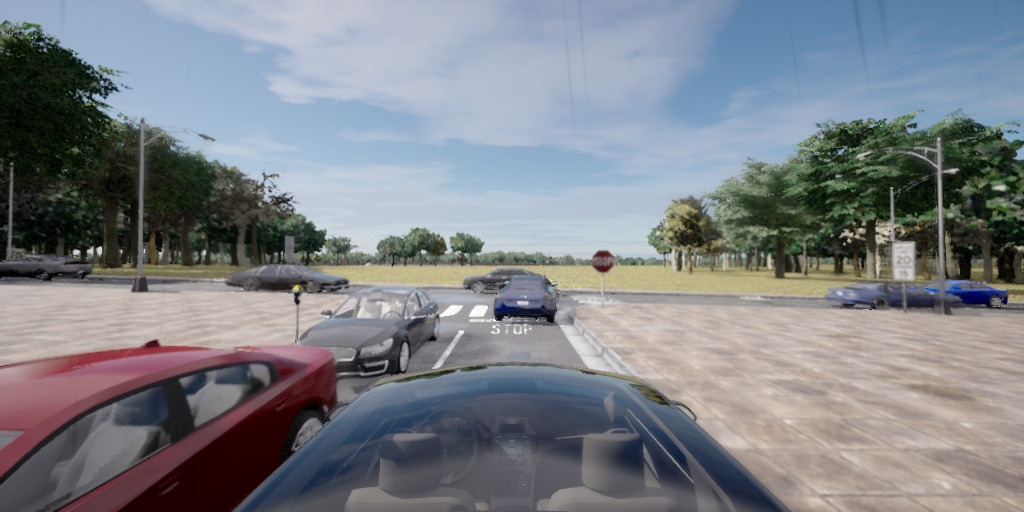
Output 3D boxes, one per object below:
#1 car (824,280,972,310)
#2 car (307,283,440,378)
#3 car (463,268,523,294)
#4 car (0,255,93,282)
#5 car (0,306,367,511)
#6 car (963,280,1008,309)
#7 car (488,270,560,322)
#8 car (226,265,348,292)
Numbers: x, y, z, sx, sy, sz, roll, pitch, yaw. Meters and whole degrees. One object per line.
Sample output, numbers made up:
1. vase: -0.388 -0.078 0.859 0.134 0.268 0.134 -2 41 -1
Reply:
1. car: 18.780 1.978 17.822 5.357 1.411 2.033 2 -1 0
2. car: -2.632 1.345 7.393 2.007 1.370 4.403 0 0 0
3. car: -0.385 1.444 20.807 4.892 1.490 1.837 2 -1 0
4. car: -27.513 0.690 20.852 4.902 1.511 2.128 2 -1 0
5. car: -2.637 1.296 1.852 1.888 1.381 4.507 0 0 0
6. car: 25.339 2.152 20.760 5.008 1.535 1.882 2 -1 0
7. car: 0.644 1.396 12.854 1.994 1.385 4.181 0 0 9
8. car: -11.039 1.138 17.875 5.357 1.411 2.033 2 -1 0
